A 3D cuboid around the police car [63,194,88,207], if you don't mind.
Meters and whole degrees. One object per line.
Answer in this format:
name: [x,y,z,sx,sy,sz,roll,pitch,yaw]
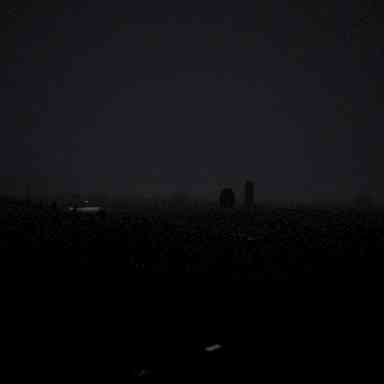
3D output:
police car: [-14.263,1.037,40.764,2.038,1.542,4.974,2,0,-36]
